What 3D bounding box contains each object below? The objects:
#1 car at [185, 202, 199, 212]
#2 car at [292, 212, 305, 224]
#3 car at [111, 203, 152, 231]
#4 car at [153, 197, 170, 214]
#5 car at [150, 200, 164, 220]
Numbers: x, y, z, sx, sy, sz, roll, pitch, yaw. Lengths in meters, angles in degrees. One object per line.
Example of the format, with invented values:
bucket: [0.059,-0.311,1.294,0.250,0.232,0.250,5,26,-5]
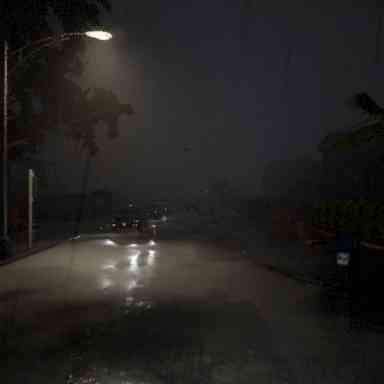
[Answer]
car: [0.017,2.073,45.725,1.895,1.301,4.718,0,-1,1]
car: [8.879,1.577,21.314,5.357,1.415,2.033,0,-1,3]
car: [-4.098,1.738,22.557,1.837,1.490,4.892,0,-1,0]
car: [-4.074,1.663,42.839,2.150,2.045,5.566,0,-1,0]
car: [-4.093,1.839,32.377,1.837,1.490,4.892,0,-1,0]
